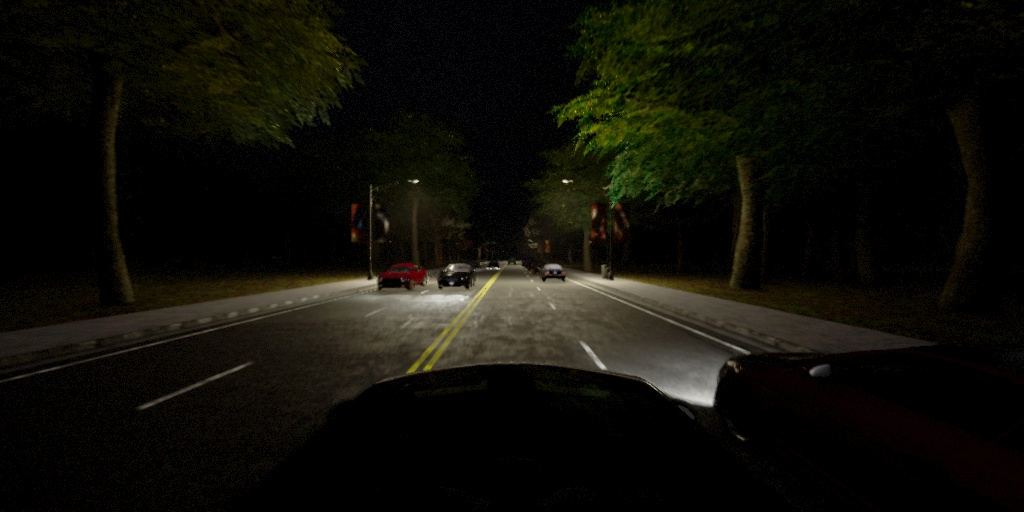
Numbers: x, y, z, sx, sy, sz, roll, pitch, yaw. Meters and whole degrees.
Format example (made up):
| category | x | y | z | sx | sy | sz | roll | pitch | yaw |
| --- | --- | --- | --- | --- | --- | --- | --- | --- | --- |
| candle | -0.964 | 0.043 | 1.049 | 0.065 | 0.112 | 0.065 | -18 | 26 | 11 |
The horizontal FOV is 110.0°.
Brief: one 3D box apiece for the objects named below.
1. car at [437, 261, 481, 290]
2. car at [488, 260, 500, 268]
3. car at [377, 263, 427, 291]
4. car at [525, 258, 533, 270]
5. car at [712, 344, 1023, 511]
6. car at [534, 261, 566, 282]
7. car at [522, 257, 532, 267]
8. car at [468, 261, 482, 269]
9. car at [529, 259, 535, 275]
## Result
| category | x | y | z | sx | sy | sz | roll | pitch | yaw |
| --- | --- | --- | --- | --- | --- | --- | --- | --- | --- |
| car | -3.342 | 1.254 | 22.388 | 2.128 | 1.511 | 4.902 | 0 | 0 | 0 |
| car | -3.269 | 1.484 | 64.863 | 1.994 | 1.385 | 4.181 | 0 | 0 | 0 |
| car | -6.592 | 1.239 | 21.962 | 1.882 | 1.535 | 5.008 | 0 | 0 | 0 |
| car | 3.245 | 1.389 | 51.445 | 1.812 | 1.442 | 4.674 | 0 | 0 | 0 |
| car | 3.350 | 1.315 | 2.527 | 1.994 | 1.385 | 4.181 | 0 | 0 | 0 |
| car | 3.247 | 1.321 | 29.443 | 2.033 | 1.411 | 5.357 | 0 | 0 | 0 |
| car | 3.245 | 1.420 | 62.445 | 1.837 | 1.490 | 4.892 | 0 | 0 | 0 |
| car | -6.520 | 1.533 | 63.096 | 1.895 | 1.301 | 4.718 | 0 | 0 | 0 |
| car | 3.246 | 1.337 | 40.445 | 1.812 | 1.442 | 4.674 | 0 | 0 | 0 |
